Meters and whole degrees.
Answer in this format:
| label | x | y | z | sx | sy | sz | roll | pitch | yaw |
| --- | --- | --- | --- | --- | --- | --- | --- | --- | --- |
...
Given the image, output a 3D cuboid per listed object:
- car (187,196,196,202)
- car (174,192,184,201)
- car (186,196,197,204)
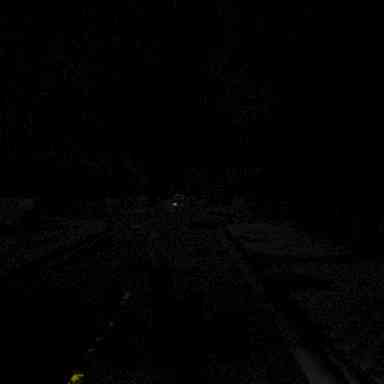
| label | x | y | z | sx | sy | sz | roll | pitch | yaw |
| --- | --- | --- | --- | --- | --- | --- | --- | --- | --- |
| car | -0.138 | 1.667 | 79.514 | 2.128 | 1.511 | 4.902 | 0 | -1 | 0 |
| car | -2.880 | 1.056 | 74.483 | 2.150 | 2.045 | 5.566 | 0 | -1 | 0 |
| car | -0.119 | 1.679 | 69.092 | 2.128 | 1.511 | 4.902 | 0 | -1 | 0 |
